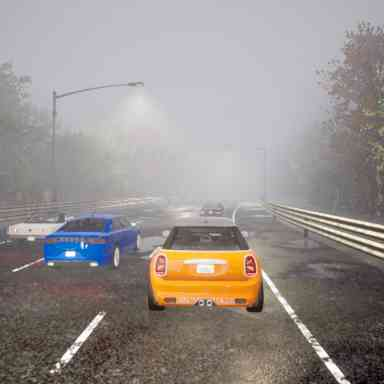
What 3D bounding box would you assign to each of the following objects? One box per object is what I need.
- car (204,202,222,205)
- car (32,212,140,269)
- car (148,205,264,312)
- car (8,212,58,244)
[{"bbox_3d":[1.681,1.536,26.488,2.033,1.411,5.357,0,0,8],"label":"car"},{"bbox_3d":[-3.044,1.468,11.150,1.882,1.535,5.008,0,0,3],"label":"car"},{"bbox_3d":[0.321,1.348,7.877,2.097,1.767,4.553,0,0,2],"label":"car"},{"bbox_3d":[-6.306,1.581,15.550,1.895,1.301,4.718,0,0,4],"label":"car"}]
